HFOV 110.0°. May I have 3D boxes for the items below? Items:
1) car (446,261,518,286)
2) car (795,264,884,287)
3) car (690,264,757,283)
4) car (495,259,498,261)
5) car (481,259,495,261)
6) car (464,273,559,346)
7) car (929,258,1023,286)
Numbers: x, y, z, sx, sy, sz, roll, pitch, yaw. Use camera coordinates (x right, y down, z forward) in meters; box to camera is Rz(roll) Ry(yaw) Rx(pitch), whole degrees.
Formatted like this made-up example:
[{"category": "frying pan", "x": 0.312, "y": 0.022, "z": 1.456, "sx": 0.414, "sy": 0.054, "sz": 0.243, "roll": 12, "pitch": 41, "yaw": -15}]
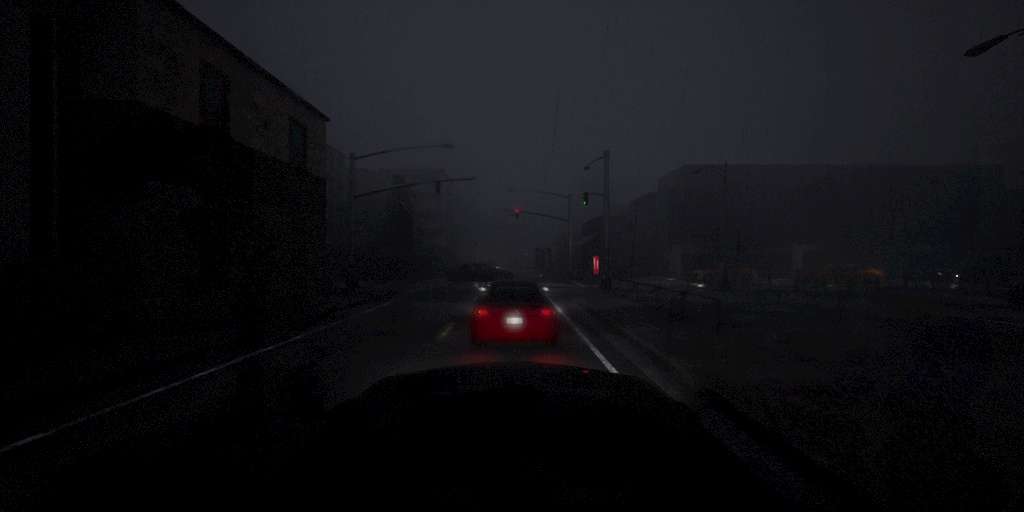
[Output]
[{"category": "car", "x": -2.227, "y": 1.312, "z": 25.806, "sx": 4.902, "sy": 1.511, "sz": 2.128, "roll": 0, "pitch": -1, "yaw": 0}, {"category": "car", "x": 23.291, "y": 1.403, "z": 25.822, "sx": 5.008, "sy": 1.535, "sz": 1.882, "roll": 0, "pitch": 0, "yaw": 0}, {"category": "car", "x": 17.332, "y": 1.403, "z": 29.515, "sx": 5.008, "sy": 1.535, "sz": 1.882, "roll": 0, "pitch": 0, "yaw": 0}, {"category": "car", "x": -3.515, "y": 1.350, "z": 56.365, "sx": 1.895, "sy": 1.301, "sz": 4.718, "roll": 0, "pitch": 0, "yaw": 0}, {"category": "car", "x": -3.539, "y": 1.275, "z": 46.332, "sx": 1.812, "sy": 1.442, "sz": 4.674, "roll": 0, "pitch": 0, "yaw": 0}, {"category": "car", "x": 0.073, "y": 1.314, "z": 9.461, "sx": 1.994, "sy": 1.385, "sz": 4.181, "roll": 0, "pitch": 0, "yaw": 1}, {"category": "car", "x": 38.047, "y": 1.147, "z": 29.516, "sx": 5.566, "sy": 2.045, "sz": 2.150, "roll": 0, "pitch": 0, "yaw": 0}]
